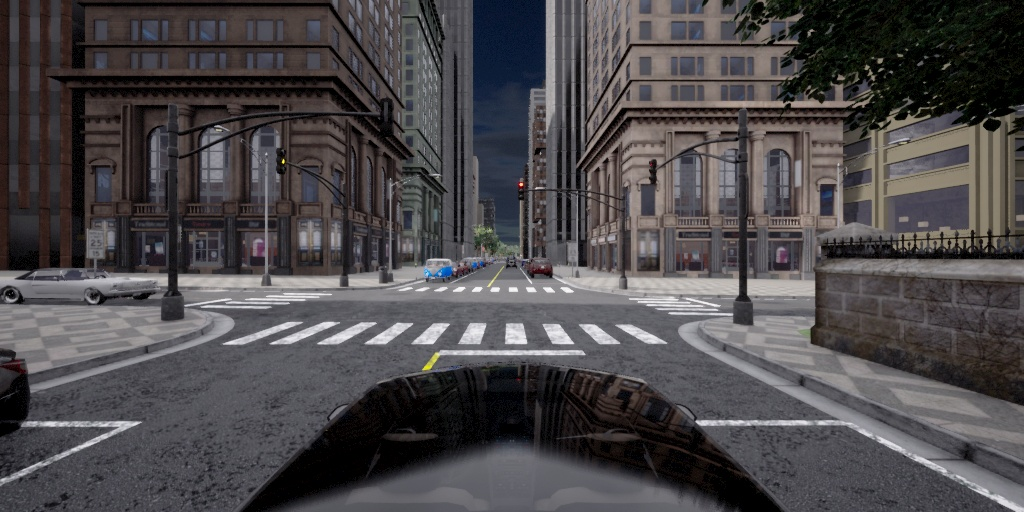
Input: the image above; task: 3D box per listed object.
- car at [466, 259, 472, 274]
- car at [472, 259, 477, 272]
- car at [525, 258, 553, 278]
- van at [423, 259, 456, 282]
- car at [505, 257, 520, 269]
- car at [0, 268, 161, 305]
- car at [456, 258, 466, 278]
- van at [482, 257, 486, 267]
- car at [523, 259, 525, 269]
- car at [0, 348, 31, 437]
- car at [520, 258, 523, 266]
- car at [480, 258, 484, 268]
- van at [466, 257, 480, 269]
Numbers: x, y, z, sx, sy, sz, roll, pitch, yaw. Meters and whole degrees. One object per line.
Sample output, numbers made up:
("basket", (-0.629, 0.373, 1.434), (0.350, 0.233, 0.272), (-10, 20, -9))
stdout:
("car", (-5.838, 1.322, 39.365), (1.888, 1.381, 4.507), (0, 0, 0))
("car", (-5.849, 1.351, 44.806), (1.948, 1.339, 4.313), (0, 0, 0))
("car", (2.698, 1.085, 33.950), (2.192, 1.841, 5.009), (0, 0, 0))
("van", (-5.816, 1.105, 28.484), (1.690, 1.789, 3.998), (0, 0, 0))
("car", (-0.063, 1.312, 59.140), (1.837, 1.490, 4.892), (0, 0, 1))
("car", (-16.565, 1.120, 13.728), (4.718, 1.301, 1.895), (1, 0, 0))
("car", (-5.827, 1.210, 33.924), (1.967, 1.591, 4.097), (0, 0, 0))
("van", (-5.881, 1.151, 61.130), (1.690, 1.789, 3.998), (0, 0, 0))
("car", (2.688, 1.092, 39.391), (2.192, 1.841, 5.009), (0, 0, 0))
("car", (-5.763, 1.316, 1.827), (1.948, 1.339, 4.313), (0, 0, 0))
("car", (2.655, 1.352, 55.713), (2.007, 1.370, 4.403), (0, 0, 0))
("car", (-5.870, 1.347, 55.689), (1.888, 1.381, 4.507), (0, 0, 0))
("van", (-5.860, 1.134, 50.248), (1.690, 1.789, 3.998), (0, 0, 0))
